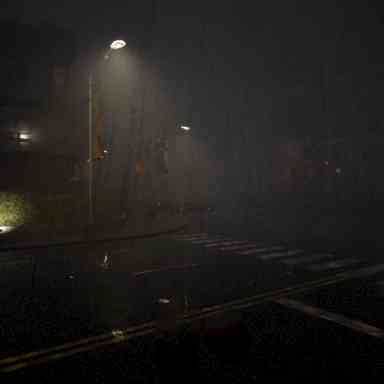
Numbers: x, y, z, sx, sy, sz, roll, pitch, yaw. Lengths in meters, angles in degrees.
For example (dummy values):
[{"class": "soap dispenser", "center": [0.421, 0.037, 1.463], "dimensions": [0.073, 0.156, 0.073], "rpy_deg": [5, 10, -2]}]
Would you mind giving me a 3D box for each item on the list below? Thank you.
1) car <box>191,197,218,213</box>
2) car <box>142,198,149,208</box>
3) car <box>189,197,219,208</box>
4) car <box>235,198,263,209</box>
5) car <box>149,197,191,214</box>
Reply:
[{"class": "car", "center": [0.688, 1.564, 36.683], "dimensions": [1.994, 1.385, 4.181], "rpy_deg": [0, 0, -35]}, {"class": "car", "center": [-5.113, 1.492, 45.110], "dimensions": [2.128, 1.511, 4.902], "rpy_deg": [0, 0, -34]}, {"class": "car", "center": [1.760, 1.478, 49.498], "dimensions": [1.882, 1.535, 5.008], "rpy_deg": [0, 0, -35]}, {"class": "car", "center": [7.923, 1.564, 46.774], "dimensions": [1.994, 1.385, 4.181], "rpy_deg": [0, 0, -35]}, {"class": "car", "center": [-2.397, 1.526, 34.987], "dimensions": [1.812, 1.442, 4.674], "rpy_deg": [0, 0, -35]}]
